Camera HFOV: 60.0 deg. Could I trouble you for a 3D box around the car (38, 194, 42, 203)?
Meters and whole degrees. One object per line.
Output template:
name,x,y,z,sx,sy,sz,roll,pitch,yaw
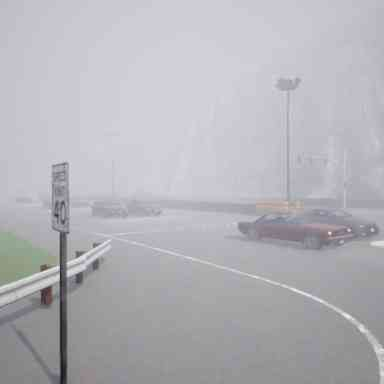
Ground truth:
car,-25.283,1.102,57.606,1.882,1.535,5.008,0,1,-38

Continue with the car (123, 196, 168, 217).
car,-4.640,1.436,31.136,1.837,1.490,4.892,0,1,-38

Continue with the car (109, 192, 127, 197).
car,-14.544,1.188,66.804,1.895,1.301,4.718,0,1,-38

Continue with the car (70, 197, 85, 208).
car,-15.761,1.372,45.314,2.033,1.411,5.357,0,1,-38

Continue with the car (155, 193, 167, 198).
car,-7.916,0.958,69.527,2.097,1.767,4.553,0,1,-38

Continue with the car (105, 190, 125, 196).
car,-16.863,0.667,75.289,2.150,2.045,5.566,0,1,-38

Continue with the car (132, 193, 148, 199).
car,-12.709,0.909,81.342,1.812,1.442,4.674,0,1,-38

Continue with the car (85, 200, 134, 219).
car,-7.213,1.445,28.748,1.837,1.490,4.892,0,0,-38

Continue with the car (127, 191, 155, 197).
car,-10.375,0.837,67.154,2.150,2.045,5.566,0,1,-38

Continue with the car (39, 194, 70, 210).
car,-17.130,1.378,41.383,1.812,1.442,4.674,0,1,-38

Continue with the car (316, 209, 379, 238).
car,6.906,1.533,16.580,1.994,1.385,4.181,0,0,-38

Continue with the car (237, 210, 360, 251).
car,4.266,1.577,14.276,1.895,1.301,4.718,0,0,-38

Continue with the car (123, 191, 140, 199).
car,-14.078,0.748,77.409,2.097,1.767,4.553,0,1,-38

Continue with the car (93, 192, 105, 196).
car,-20.890,0.763,74.764,2.097,1.767,4.553,0,1,-38

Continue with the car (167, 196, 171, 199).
car,-6.721,1.155,73.697,1.895,1.301,4.718,0,1,-38

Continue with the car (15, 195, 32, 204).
car,-28.111,1.230,55.544,1.895,1.301,4.718,0,1,-38
